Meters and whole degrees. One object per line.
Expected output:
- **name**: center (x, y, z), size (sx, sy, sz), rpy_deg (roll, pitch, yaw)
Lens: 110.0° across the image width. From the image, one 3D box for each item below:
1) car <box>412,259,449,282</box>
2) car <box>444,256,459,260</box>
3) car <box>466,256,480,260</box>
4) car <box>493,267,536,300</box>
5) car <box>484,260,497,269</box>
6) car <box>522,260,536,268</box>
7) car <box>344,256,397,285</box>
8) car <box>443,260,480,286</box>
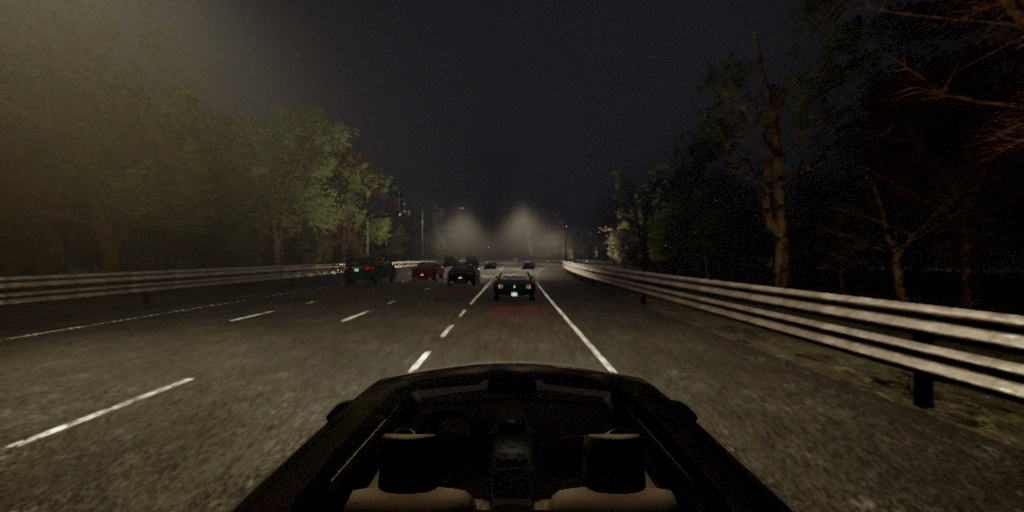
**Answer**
- **car**: center (-6.895, 1.283, 29.944), size (1.882, 1.535, 5.008), rpy_deg (0, 0, 0)
- **car**: center (-10.390, 1.090, 61.618), size (2.150, 2.045, 5.566), rpy_deg (0, 0, 0)
- **car**: center (-6.891, 1.091, 62.397), size (2.150, 2.045, 5.566), rpy_deg (0, 0, 0)
- **car**: center (0.135, 1.383, 17.927), size (1.895, 1.301, 4.718), rpy_deg (0, 0, 1)
- **car**: center (-3.392, 1.407, 57.547), size (2.033, 1.411, 5.357), rpy_deg (0, 0, 0)
- **car**: center (2.762, 1.413, 57.006), size (2.033, 1.411, 5.357), rpy_deg (0, 0, 8)
- **car**: center (-10.395, 1.021, 26.645), size (2.150, 2.045, 5.566), rpy_deg (0, 0, 0)
- **car**: center (-3.397, 1.275, 26.002), size (1.882, 1.535, 5.008), rpy_deg (0, 0, 0)
